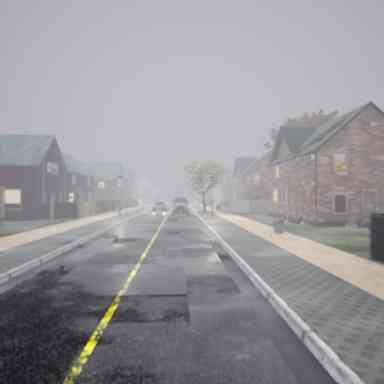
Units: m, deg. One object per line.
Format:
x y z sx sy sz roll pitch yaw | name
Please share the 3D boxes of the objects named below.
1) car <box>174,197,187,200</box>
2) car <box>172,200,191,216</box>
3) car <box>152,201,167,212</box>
-1.665 1.770 48.047 2.150 2.045 5.566 0 -1 -2 | car
-1.271 1.929 37.705 1.812 1.442 4.674 0 -1 -2 | car
-4.570 2.062 47.081 1.812 1.442 4.674 0 -1 -2 | car
